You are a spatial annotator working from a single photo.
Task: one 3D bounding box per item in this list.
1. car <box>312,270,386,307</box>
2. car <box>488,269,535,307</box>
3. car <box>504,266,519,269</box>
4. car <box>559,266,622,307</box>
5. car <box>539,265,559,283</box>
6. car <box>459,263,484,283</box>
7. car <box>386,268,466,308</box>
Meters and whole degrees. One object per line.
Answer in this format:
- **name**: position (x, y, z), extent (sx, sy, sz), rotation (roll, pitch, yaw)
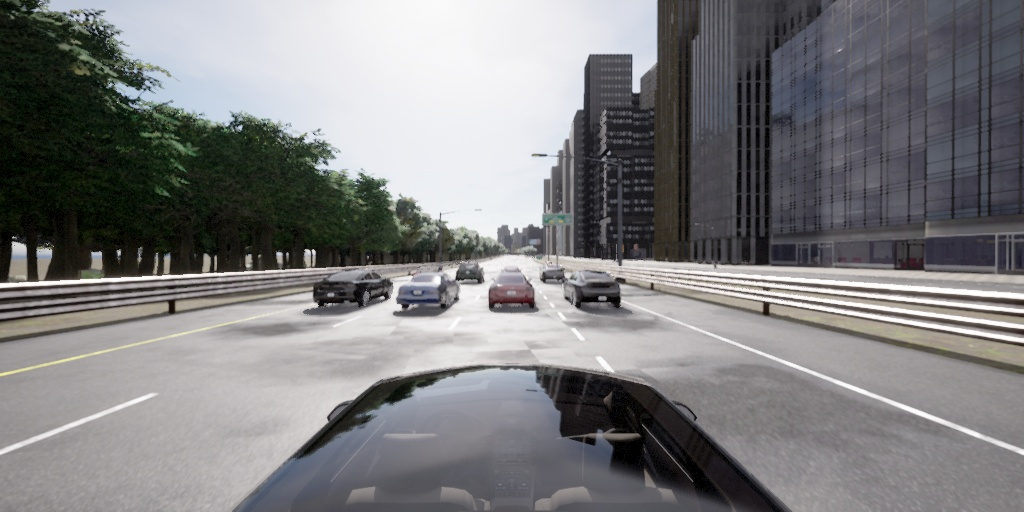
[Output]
- **car**: position (-7.015, 1.360, 16.352), extent (1.882, 1.535, 5.008), rotation (0, 0, 0)
- **car**: position (-0.016, 1.445, 16.205), extent (1.994, 1.385, 4.181), rotation (0, 0, 0)
- **car**: position (-0.059, 1.575, 31.157), extent (1.994, 1.385, 4.181), rotation (0, 0, 0)
- **car**: position (3.483, 1.389, 16.189), extent (1.837, 1.490, 4.892), rotation (0, 0, 0)
- **car**: position (3.441, 1.503, 31.195), extent (2.128, 1.511, 4.902), rotation (0, 0, 0)
- **car**: position (-3.558, 1.359, 30.949), extent (2.097, 1.767, 4.553), rotation (0, -1, 0)
- **car**: position (-3.517, 1.425, 15.855), extent (2.033, 1.411, 5.357), rotation (0, 0, 0)
